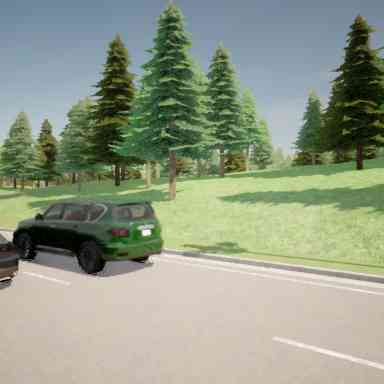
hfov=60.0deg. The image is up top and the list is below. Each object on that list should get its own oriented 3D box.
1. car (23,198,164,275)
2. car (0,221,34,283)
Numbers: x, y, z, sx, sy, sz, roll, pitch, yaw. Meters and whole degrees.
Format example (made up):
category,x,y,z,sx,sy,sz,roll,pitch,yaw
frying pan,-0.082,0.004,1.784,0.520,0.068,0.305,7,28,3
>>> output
category,x,y,z,sx,sy,sz,roll,pitch,yaw
car,-3.456,1.221,10.720,5.566,2.045,2.150,0,0,35
car,-6.264,1.505,8.422,4.892,1.490,1.837,0,0,35
